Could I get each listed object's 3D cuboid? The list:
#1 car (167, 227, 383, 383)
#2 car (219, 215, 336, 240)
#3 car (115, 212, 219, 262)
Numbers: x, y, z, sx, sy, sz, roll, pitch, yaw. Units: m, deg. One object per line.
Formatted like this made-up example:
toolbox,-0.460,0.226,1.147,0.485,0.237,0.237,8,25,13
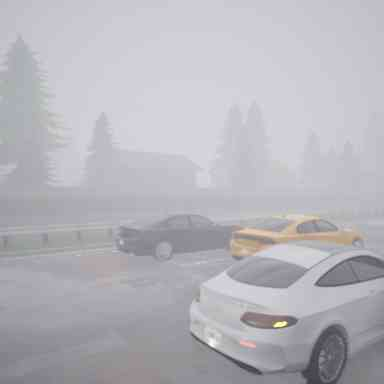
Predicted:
car,2.117,1.516,5.270,4.674,1.442,1.812,0,0,-36
car,3.449,1.460,10.503,5.008,1.535,1.882,0,0,-35
car,-0.264,1.464,12.154,5.008,1.535,1.882,0,0,-35
